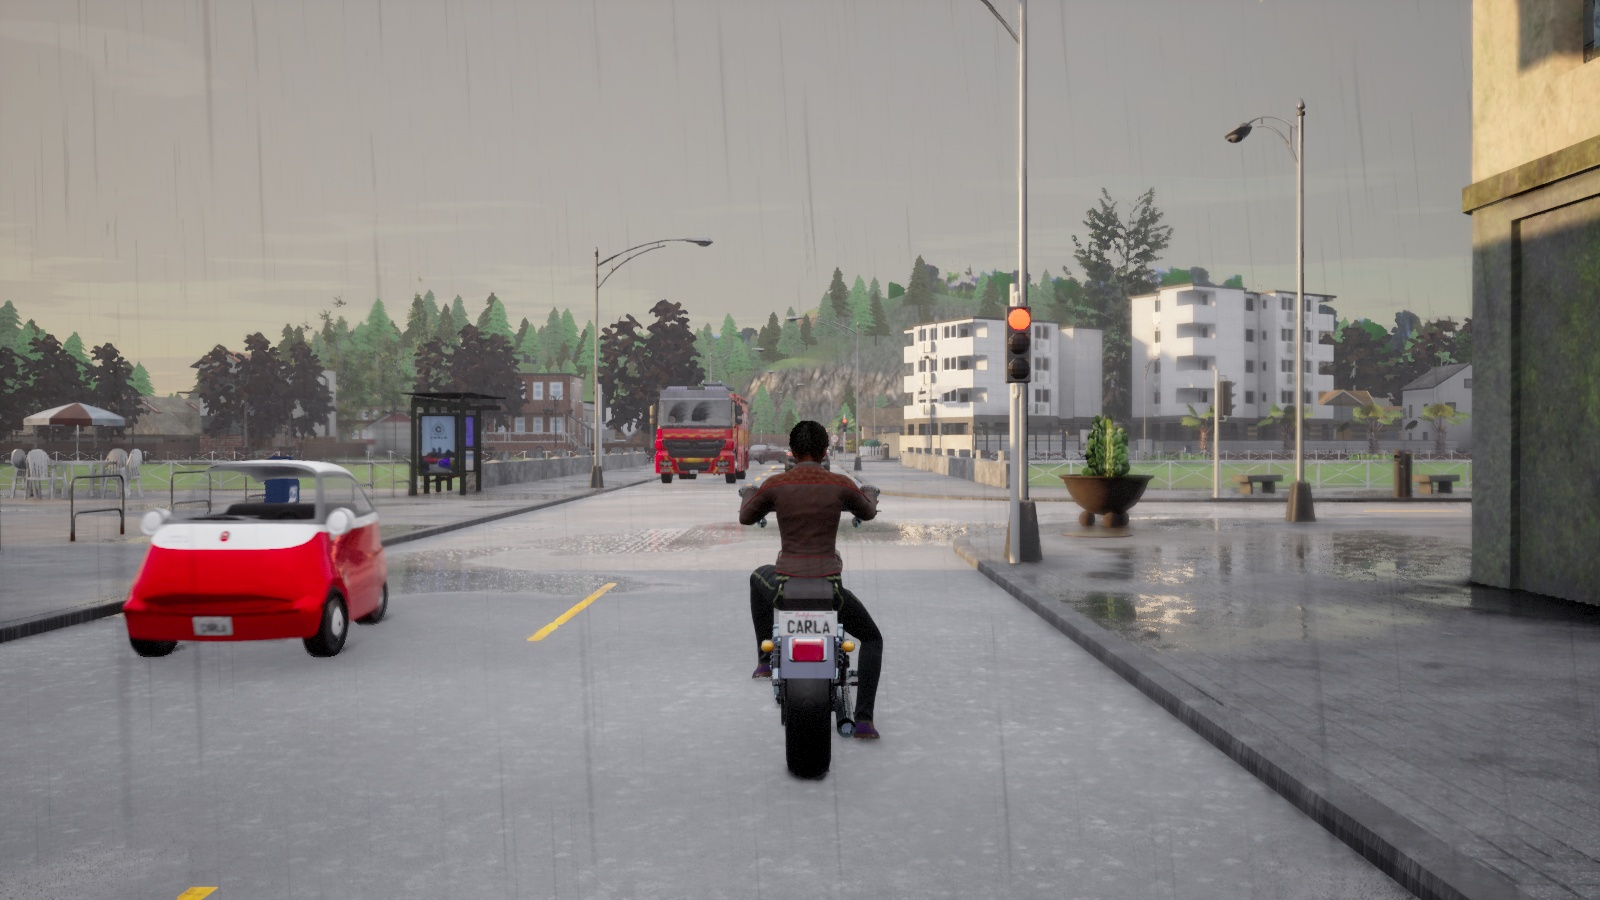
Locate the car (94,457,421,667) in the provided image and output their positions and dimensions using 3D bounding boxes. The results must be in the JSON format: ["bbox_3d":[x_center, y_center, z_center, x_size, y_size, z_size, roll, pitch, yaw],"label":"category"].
[{"bbox_3d":[-3.917,0.745,9.402,1.481,1.376,2.207,0,0,1],"label":"car"}]

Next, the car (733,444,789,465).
[{"bbox_3d":[-2.704,0.268,88.906,1.812,1.442,4.674,0,0,29],"label":"car"}]

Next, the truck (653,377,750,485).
[{"bbox_3d":[-3.681,-0.697,48.919,2.891,3.827,8.468,0,0,2],"label":"truck"}]

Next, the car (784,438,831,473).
[{"bbox_3d":[0.351,0.243,61.720,2.242,1.667,4.611,0,0,0],"label":"car"}]

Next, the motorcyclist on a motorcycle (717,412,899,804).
[{"bbox_3d":[0.046,0.660,6.456,0.766,1.649,2.350,0,0,1],"label":"motorcyclist on a motorcycle"}]
